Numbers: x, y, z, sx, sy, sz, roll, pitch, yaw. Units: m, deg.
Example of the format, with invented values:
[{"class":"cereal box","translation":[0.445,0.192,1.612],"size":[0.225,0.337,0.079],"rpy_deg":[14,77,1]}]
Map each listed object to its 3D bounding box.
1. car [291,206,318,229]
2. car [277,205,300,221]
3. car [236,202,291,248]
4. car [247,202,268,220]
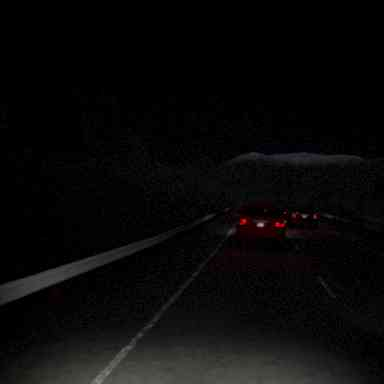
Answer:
[{"class":"car","translation":[9.062,1.964,27.661],"size":[2.097,1.767,4.553],"rpy_deg":[2,-1,11]},{"class":"car","translation":[10.994,2.342,38.118],"size":[2.033,1.411,5.357],"rpy_deg":[2,-1,11]},{"class":"car","translation":[3.443,1.526,16.756],"size":[2.150,2.045,5.566],"rpy_deg":[2,-1,11]},{"class":"car","translation":[7.223,2.006,36.732],"size":[2.097,1.767,4.553],"rpy_deg":[2,-1,11]}]
